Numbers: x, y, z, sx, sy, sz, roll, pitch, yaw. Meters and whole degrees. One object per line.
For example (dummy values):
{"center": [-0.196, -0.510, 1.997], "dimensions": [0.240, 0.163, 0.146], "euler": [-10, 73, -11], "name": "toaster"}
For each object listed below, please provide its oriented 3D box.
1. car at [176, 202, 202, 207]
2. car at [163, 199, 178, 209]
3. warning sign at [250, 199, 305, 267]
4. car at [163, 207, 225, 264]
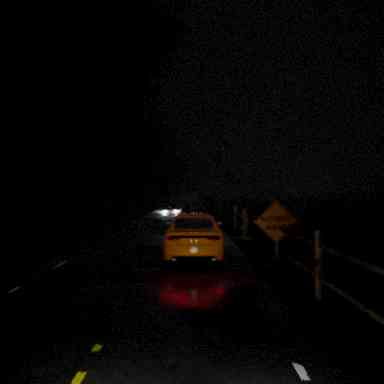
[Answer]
{"center": [0.070, 1.584, 26.086], "dimensions": [2.033, 1.411, 5.357], "euler": [0, 0, 0], "name": "car"}
{"center": [-2.832, 1.616, 44.870], "dimensions": [1.895, 1.301, 4.718], "euler": [0, 0, 0], "name": "car"}
{"center": [2.443, 1.138, 9.667], "dimensions": [1.300, 1.860, 1.060], "euler": [-1, -1, 0], "name": "warning sign"}
{"center": [0.067, 1.503, 11.919], "dimensions": [1.882, 1.535, 5.008], "euler": [0, 0, 0], "name": "car"}
